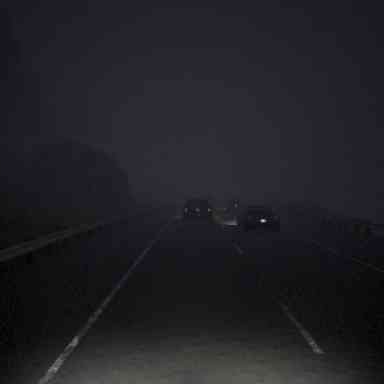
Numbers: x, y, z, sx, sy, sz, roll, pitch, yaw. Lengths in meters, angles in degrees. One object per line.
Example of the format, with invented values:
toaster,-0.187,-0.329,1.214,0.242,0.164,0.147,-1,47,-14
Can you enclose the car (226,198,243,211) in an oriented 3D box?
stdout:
car,4.791,1.392,37.033,1.994,1.385,4.181,0,0,5

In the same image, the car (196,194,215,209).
car,1.716,1.157,41.532,2.097,1.767,4.553,0,0,6

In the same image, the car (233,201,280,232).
car,3.779,1.474,19.419,1.994,1.385,4.181,0,0,1

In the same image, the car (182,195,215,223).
car,0.465,1.237,24.481,2.097,1.767,4.553,0,0,2
